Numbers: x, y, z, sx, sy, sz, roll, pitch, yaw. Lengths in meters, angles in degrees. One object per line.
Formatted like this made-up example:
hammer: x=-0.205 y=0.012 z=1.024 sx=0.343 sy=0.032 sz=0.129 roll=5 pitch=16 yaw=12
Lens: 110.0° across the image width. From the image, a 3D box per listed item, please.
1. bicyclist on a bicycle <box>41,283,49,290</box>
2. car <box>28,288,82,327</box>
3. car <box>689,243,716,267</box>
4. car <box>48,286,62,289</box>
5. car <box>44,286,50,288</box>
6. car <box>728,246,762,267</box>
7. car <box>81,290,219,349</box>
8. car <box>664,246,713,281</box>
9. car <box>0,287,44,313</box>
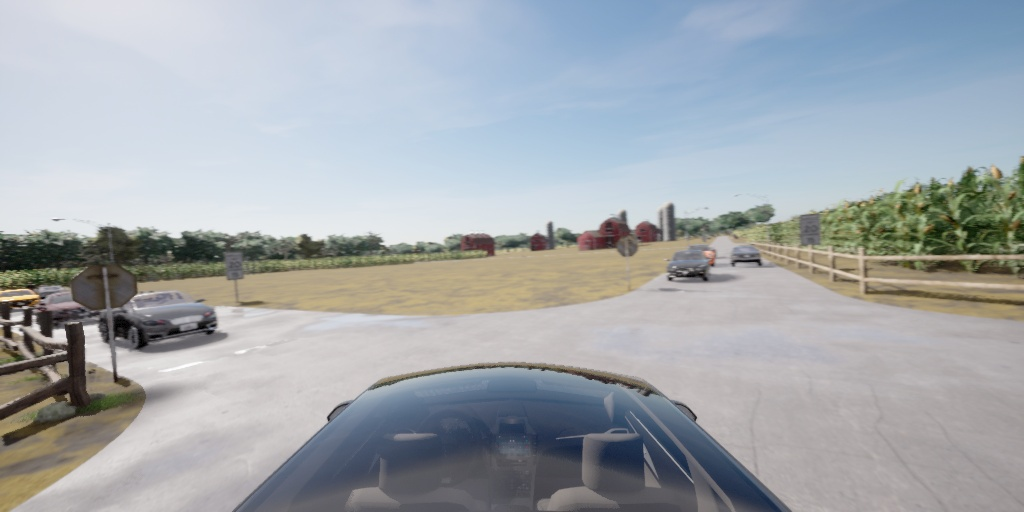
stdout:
bicyclist on a bicycle: x=-51.074 y=3.803 z=39.225 sx=1.656 sy=1.620 sz=0.582 roll=-3 pitch=2 yaw=31
car: x=-21.345 y=2.475 z=17.375 sx=4.674 sy=1.442 sz=1.812 roll=-3 pitch=2 yaw=31
car: x=14.491 y=-0.114 z=27.764 sx=2.097 sy=1.767 sz=4.553 roll=-3 pitch=1 yaw=30
car: x=-35.720 y=3.220 z=29.289 sx=4.718 sy=1.301 sz=1.895 roll=-3 pitch=2 yaw=31
car: x=-44.222 y=3.588 z=34.282 sx=5.357 sy=1.411 sz=2.033 roll=-3 pitch=2 yaw=31
car: x=17.013 y=-0.045 z=26.232 sx=2.033 sy=1.411 sz=5.357 roll=-3 pitch=1 yaw=30
car: x=-11.447 y=1.896 z=11.543 sx=4.902 sy=1.511 sz=2.128 roll=-3 pitch=2 yaw=30
car: x=9.467 y=0.448 z=19.180 sx=1.837 sy=1.490 sz=4.892 roll=-3 pitch=1 yaw=31
car: x=-37.009 y=3.257 z=26.744 sx=5.008 sy=1.535 sz=1.882 roll=-3 pitch=2 yaw=31
